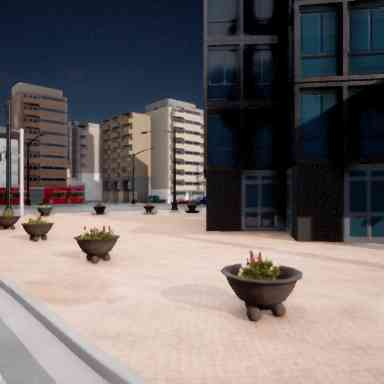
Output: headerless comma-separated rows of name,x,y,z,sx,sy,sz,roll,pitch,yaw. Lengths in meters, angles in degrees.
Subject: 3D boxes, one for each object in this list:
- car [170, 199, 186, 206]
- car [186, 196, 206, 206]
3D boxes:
car,-2.519,2.098,68.577,4.181,1.385,1.994,1,-1,-42
car,2.101,1.910,68.023,5.566,2.045,2.150,1,-1,-42
